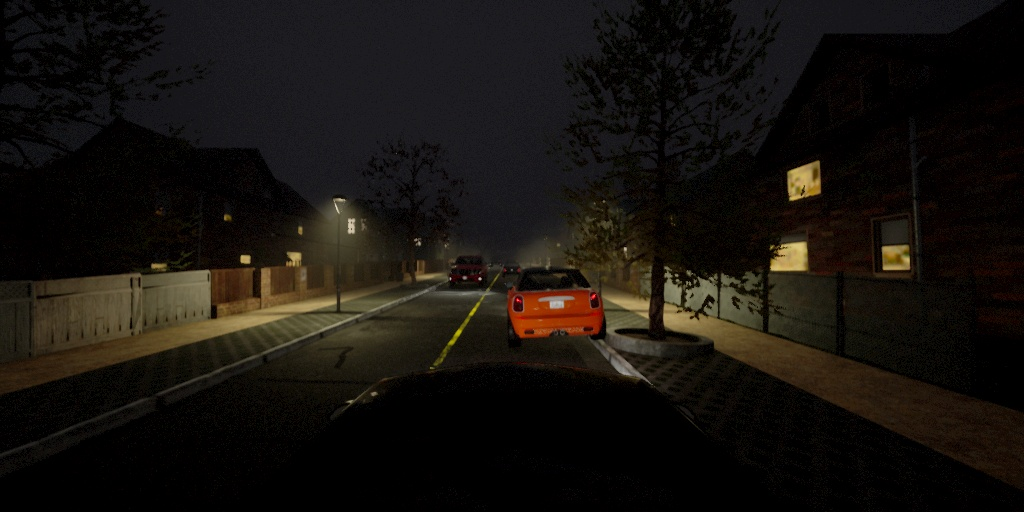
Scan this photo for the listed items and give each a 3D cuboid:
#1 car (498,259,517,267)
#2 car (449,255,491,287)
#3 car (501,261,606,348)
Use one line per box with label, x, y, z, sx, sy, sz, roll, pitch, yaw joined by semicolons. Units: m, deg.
car;0.007;1.294;34.308;2.033;1.411;5.357;0;0;0
car;-2.883;0.965;24.664;2.150;2.045;5.566;0;0;0
car;0.911;1.047;9.443;2.097;1.767;4.553;-3;-1;0
